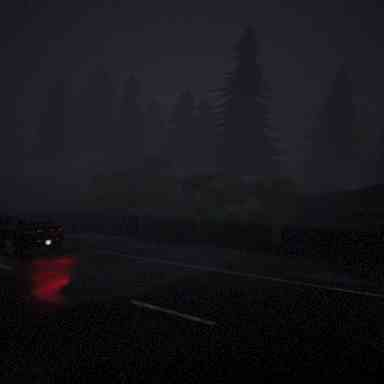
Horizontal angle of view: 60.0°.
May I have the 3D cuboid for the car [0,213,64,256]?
[{"bbox_3d":[-7.231,1.616,13.712,4.892,1.490,1.837,0,-1,37],"label":"car"}]
